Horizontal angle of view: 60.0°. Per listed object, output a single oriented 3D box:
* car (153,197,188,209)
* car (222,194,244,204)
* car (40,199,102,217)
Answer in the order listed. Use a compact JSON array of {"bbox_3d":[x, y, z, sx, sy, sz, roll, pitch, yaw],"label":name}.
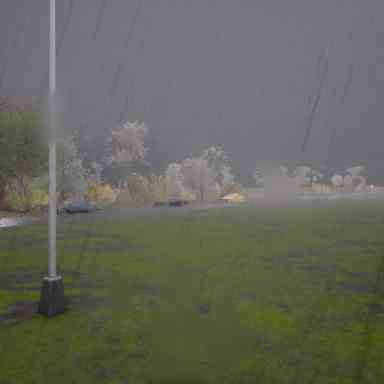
[{"bbox_3d":[-2.584,1.309,40.847,1.895,1.301,4.718,0,1,36],"label":"car"},{"bbox_3d":[6.599,1.045,53.247,1.882,1.535,5.008,0,0,37],"label":"car"},{"bbox_3d":[-10.670,1.373,29.825,2.033,1.411,5.357,0,1,36],"label":"car"}]
